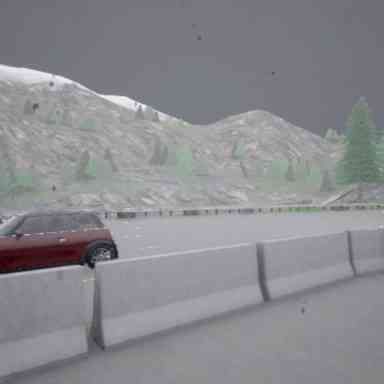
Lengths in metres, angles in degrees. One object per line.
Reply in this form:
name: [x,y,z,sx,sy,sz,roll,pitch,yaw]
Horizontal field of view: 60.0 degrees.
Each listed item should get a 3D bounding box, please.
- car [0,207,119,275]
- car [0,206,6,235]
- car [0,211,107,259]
car: [-4.458,1.327,9.261,4.553,1.767,2.097,0,0,-34]
car: [-11.922,1.513,16.848,4.181,1.385,1.994,0,0,-35]
car: [-5.631,1.531,12.710,4.181,1.385,1.994,0,0,-34]
